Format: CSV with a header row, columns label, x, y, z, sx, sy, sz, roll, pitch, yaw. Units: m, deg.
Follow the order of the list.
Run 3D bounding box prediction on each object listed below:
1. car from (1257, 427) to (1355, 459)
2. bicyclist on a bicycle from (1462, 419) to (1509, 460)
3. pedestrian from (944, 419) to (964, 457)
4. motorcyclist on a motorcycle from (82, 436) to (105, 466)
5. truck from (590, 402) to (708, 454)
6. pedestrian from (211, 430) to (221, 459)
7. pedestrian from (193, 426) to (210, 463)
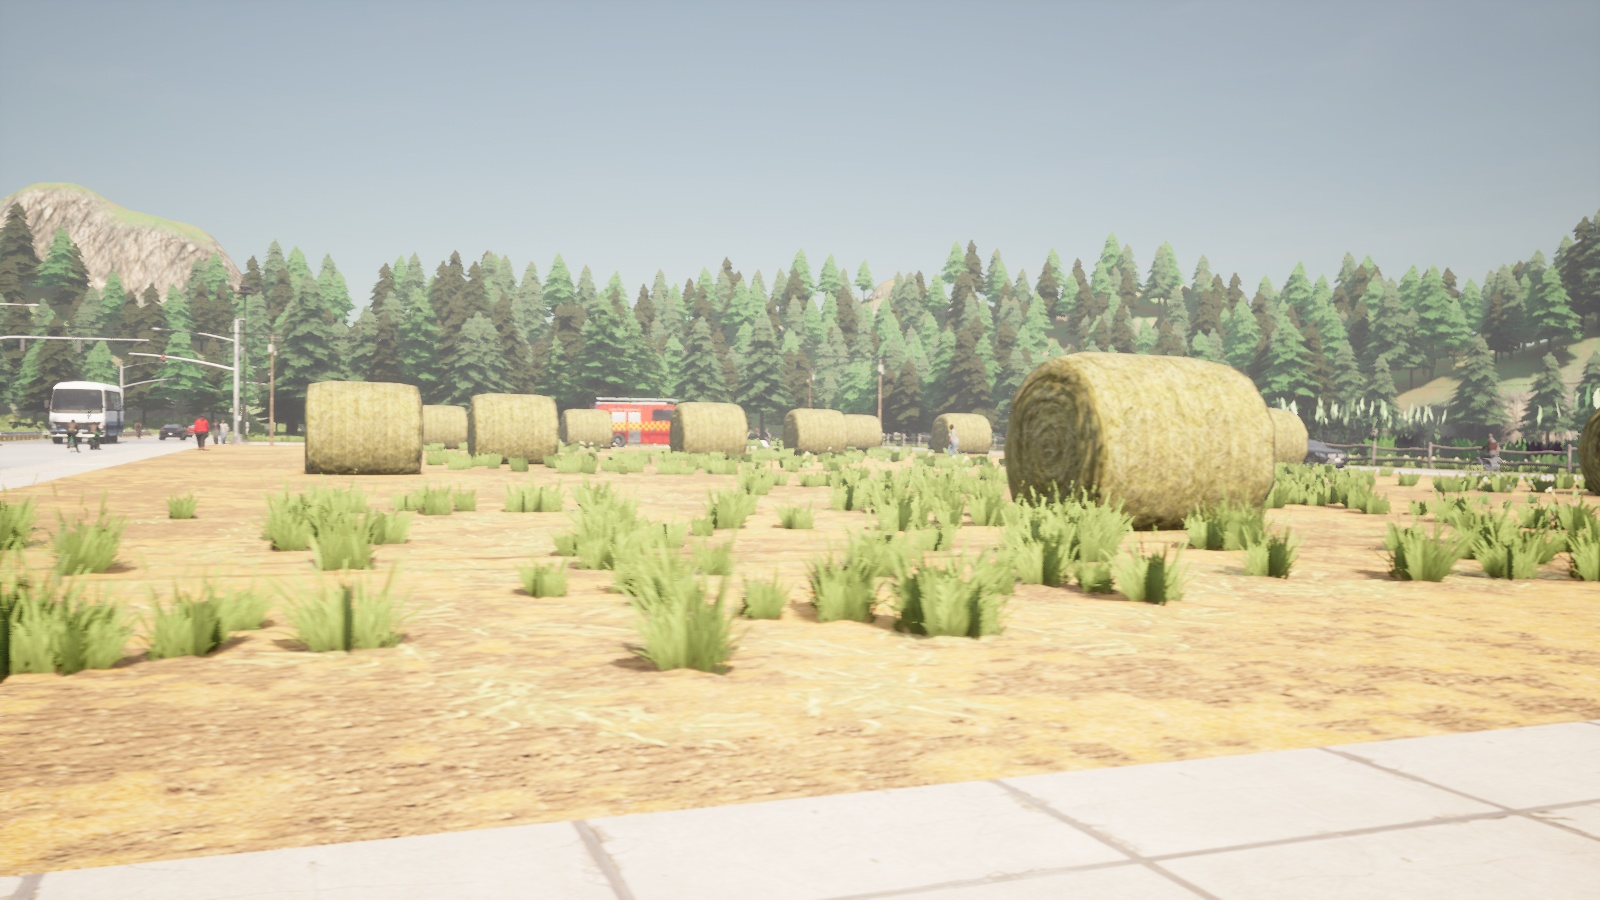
label,x,y,z,sx,sy,sz,roll,pitch,yaw
car,24.262,-0.346,60.443,1.812,1.442,4.674,-1,1,-18
bicyclist on a bicycle,29.811,-0.460,54.629,0.659,1.776,1.843,-1,1,-18
pedestrian,7.663,-0.602,62.591,0.900,1.855,0.874,0,1,12
motorcyclist on a motorcycle,-37.745,0.047,67.144,0.797,1.523,2.044,-1,1,-22
truck,-11.454,-1.728,95.341,8.468,3.827,2.891,-1,1,-21
pedestrian,-39.321,-0.370,84.561,0.402,1.930,0.666,-1,1,-10
pedestrian,-29.610,-0.273,62.111,0.634,1.844,0.899,-1,1,-30
